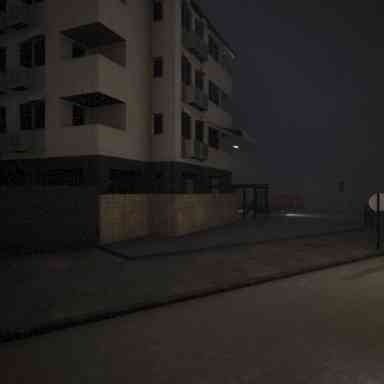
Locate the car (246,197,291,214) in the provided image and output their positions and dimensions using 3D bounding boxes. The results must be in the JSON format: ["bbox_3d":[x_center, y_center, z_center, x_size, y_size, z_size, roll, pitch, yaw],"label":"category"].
[{"bbox_3d":[7.469,1.547,35.383,2.033,1.411,5.357,0,0,-35],"label":"car"}]

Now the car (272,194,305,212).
[{"bbox_3d":[10.352,1.221,38.520,2.150,2.045,5.566,0,0,-35],"label":"car"}]
